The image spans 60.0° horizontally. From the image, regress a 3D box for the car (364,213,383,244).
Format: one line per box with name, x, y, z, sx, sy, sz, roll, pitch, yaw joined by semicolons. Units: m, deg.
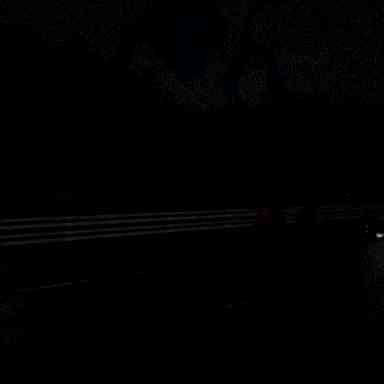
car;9.304;1.519;14.388;4.674;1.442;1.812;0;0;-34
